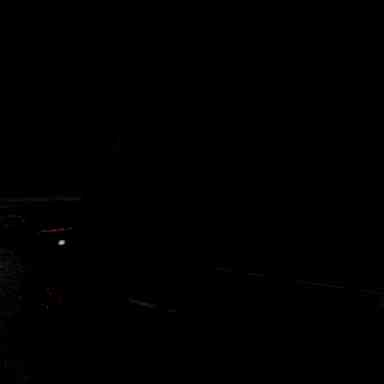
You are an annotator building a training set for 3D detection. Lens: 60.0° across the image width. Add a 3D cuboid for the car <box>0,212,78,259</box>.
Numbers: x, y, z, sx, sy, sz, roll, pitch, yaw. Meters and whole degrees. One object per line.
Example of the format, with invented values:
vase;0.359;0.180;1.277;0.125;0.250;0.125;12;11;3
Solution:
car;-6.457;1.532;12.871;4.902;1.511;2.128;0;0;36
